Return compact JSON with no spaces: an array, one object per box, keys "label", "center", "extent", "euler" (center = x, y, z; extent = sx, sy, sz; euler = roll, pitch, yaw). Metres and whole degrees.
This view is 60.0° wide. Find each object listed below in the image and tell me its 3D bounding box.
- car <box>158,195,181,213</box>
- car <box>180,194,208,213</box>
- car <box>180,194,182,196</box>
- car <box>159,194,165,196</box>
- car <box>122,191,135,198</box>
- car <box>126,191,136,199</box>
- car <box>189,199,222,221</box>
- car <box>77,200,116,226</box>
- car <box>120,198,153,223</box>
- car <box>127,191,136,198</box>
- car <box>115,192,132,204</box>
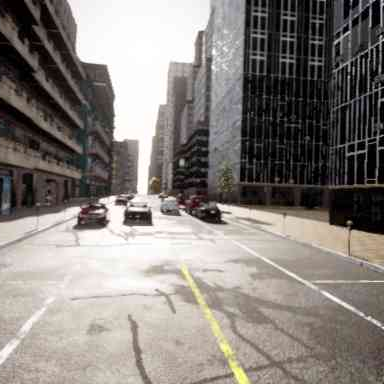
[{"label":"car","center":[-2.406,1.399,35.207],"extent":[1.812,1.442,4.674],"euler":[2,0,-8]},{"label":"car","center":[0.506,1.301,33.415],"extent":[2.192,1.841,5.009],"euler":[3,0,-8]},{"label":"car","center":[-1.125,1.237,44.340],"extent":[2.192,1.841,5.009],"euler":[3,0,-8]},{"label":"car","center":[-6.031,1.356,77.113],"extent":[1.802,1.307,4.206],"euler":[3,0,-8]},{"label":"car","center":[-11.853,0.836,59.489],"extent":[2.192,1.841,5.009],"euler":[3,0,-8]},{"label":"car","center":[-15.936,0.733,86.802],"extent":[2.192,1.841,5.009],"euler":[3,0,-8]},{"label":"car","center":[1.309,1.585,27.952],"extent":[1.947,1.339,4.313],"euler":[3,0,-8]},{"label":"car","center":[-6.159,1.317,21.253],"extent":[1.802,1.307,4.206],"euler":[3,0,-8]},{"label":"car","center":[-3.804,1.388,23.618],"extent":[1.994,1.385,4.181],"euler":[2,0,-8]},{"label":"car","center":[-16.754,0.716,92.264],"extent":[2.192,1.841,5.009],"euler":[3,0,-8]},{"label":"car","center":[-10.233,1.118,48.564],"extent":[1.887,1.381,4.507],"euler":[3,0,-8]}]
